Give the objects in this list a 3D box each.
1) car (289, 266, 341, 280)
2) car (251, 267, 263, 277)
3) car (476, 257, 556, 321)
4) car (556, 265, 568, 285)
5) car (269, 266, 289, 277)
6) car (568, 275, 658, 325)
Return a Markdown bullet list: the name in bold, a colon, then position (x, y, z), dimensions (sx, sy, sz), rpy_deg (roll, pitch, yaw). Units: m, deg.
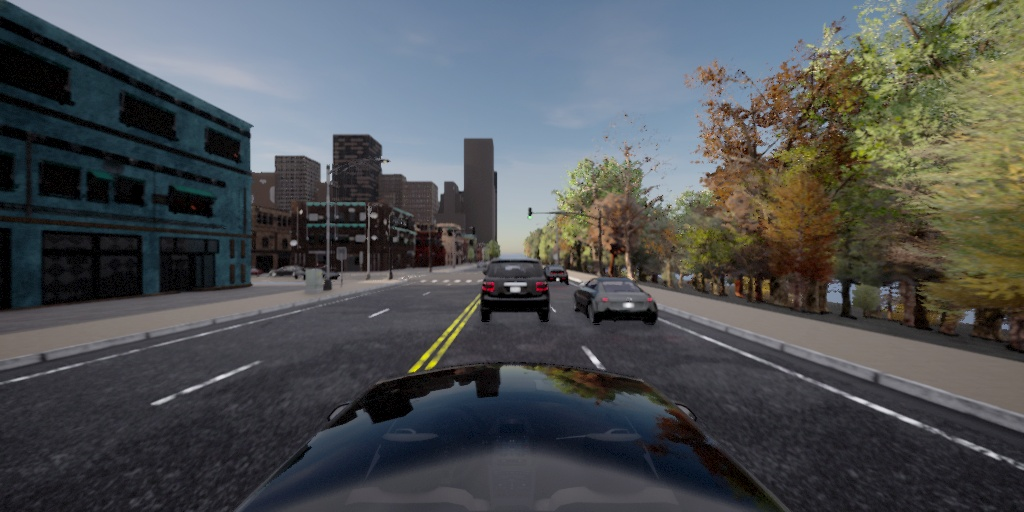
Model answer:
- **car**: position (-19.968, 1.866, 36.907), dimensions (4.313, 1.339, 1.948), rpy_deg (0, 0, 0)
- **car**: position (-33.842, 2.029, 45.416), dimensions (4.207, 1.307, 1.802), rpy_deg (0, 0, 0)
- **car**: position (0.091, 1.070, 13.026), dimensions (2.150, 2.045, 5.566), rpy_deg (0, 0, 0)
- **car**: position (3.334, 1.482, 28.532), dimensions (1.837, 1.490, 4.892), rpy_deg (0, -1, 0)
- **car**: position (-28.306, 1.934, 45.413), dimensions (4.403, 1.370, 2.007), rpy_deg (0, 0, 0)
- **car**: position (3.343, 1.404, 12.303), dimensions (1.994, 1.385, 4.181), rpy_deg (0, 0, 0)
